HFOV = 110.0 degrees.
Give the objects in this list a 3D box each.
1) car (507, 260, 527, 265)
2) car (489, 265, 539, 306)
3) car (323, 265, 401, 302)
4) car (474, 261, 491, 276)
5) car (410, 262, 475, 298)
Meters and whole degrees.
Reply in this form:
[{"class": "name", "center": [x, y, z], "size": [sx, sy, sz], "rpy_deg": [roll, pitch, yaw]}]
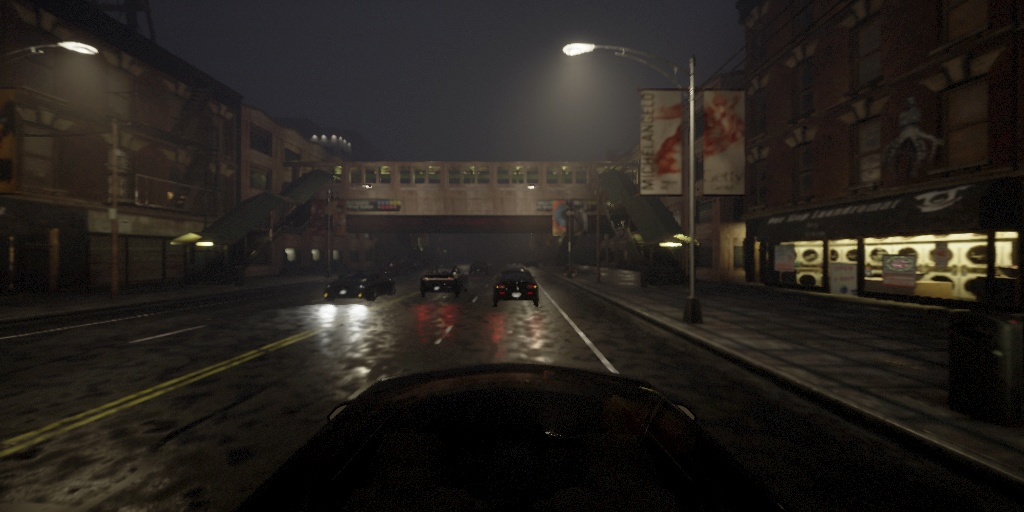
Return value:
[{"class": "car", "center": [0.222, 1.352, 34.706], "size": [1.895, 1.301, 4.718], "rpy_deg": [0, 0, 0]}, {"class": "car", "center": [0.148, 1.276, 15.599], "size": [1.812, 1.442, 4.674], "rpy_deg": [0, 0, 0]}, {"class": "car", "center": [-6.966, 1.303, 16.778], "size": [1.994, 1.385, 4.181], "rpy_deg": [0, 0, 1]}, {"class": "car", "center": [-3.267, 1.223, 37.105], "size": [1.882, 1.535, 5.008], "rpy_deg": [0, 0, 0]}, {"class": "car", "center": [-3.338, 1.236, 18.373], "size": [2.128, 1.511, 4.902], "rpy_deg": [0, 0, 0]}]
